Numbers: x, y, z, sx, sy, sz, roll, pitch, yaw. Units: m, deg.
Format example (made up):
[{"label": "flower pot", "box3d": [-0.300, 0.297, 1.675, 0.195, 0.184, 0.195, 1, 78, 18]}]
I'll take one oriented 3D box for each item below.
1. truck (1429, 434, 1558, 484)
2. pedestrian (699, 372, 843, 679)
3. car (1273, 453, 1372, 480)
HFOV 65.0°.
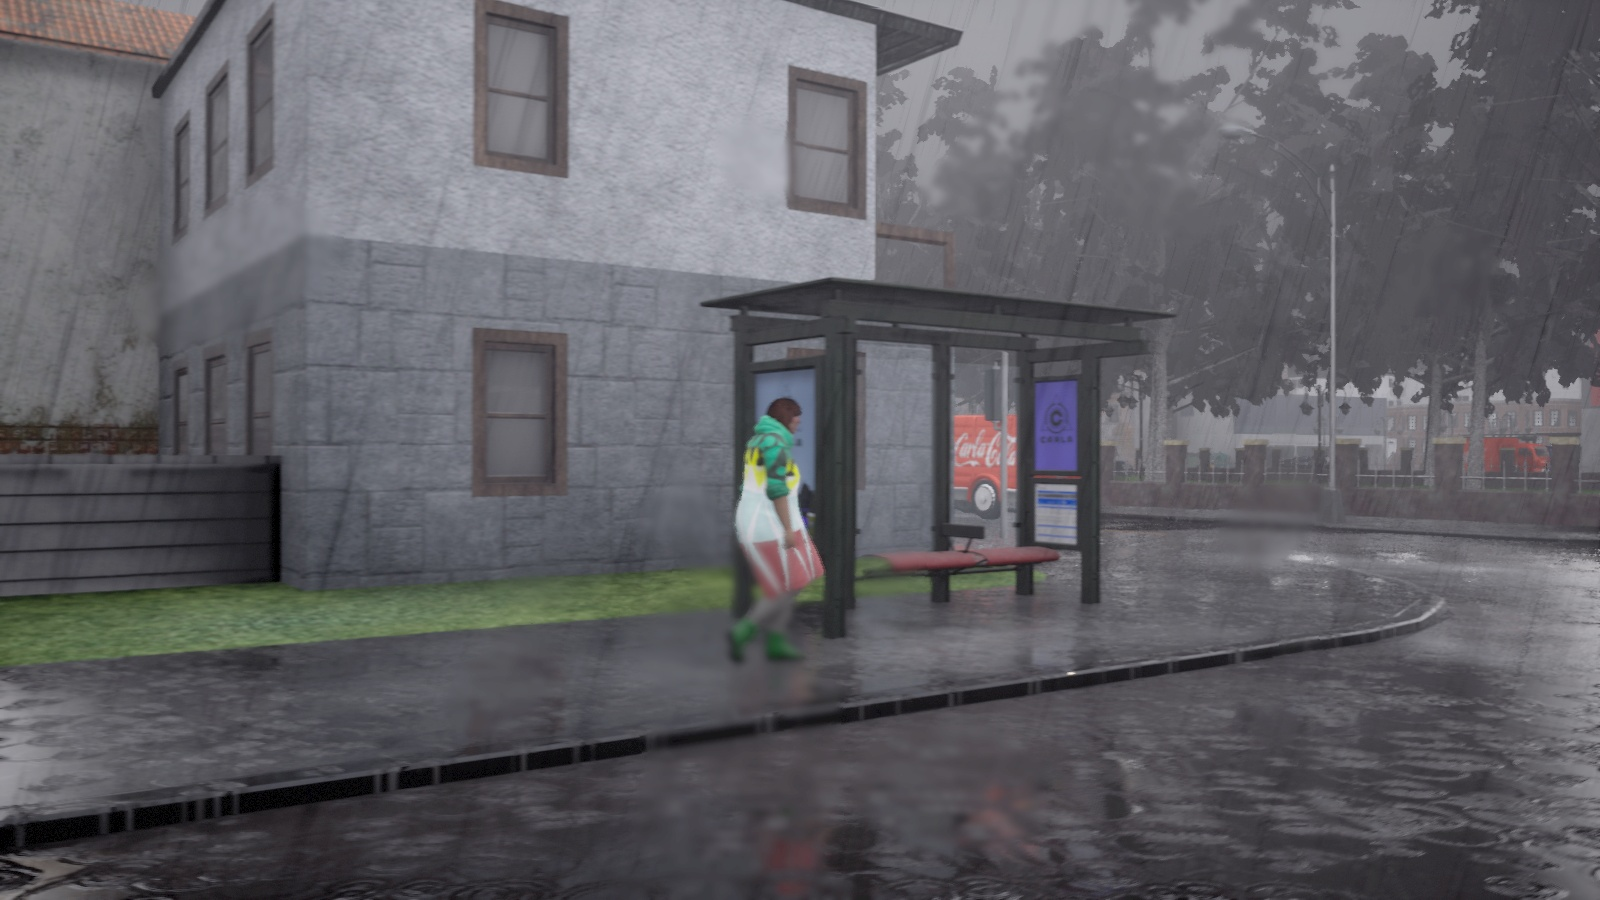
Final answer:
[{"label": "truck", "box3d": [35.766, 0.450, 64.857, 2.627, 2.467, 5.204, 0, 0, -35]}, {"label": "pedestrian", "box3d": [-0.208, 0.483, 8.380, 0.873, 1.952, 0.659, 0, 0, -9]}, {"label": "car", "box3d": [30.231, 0.924, 72.751, 2.128, 1.511, 4.902, 0, 0, -35]}]
